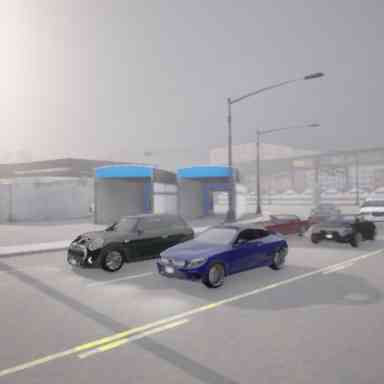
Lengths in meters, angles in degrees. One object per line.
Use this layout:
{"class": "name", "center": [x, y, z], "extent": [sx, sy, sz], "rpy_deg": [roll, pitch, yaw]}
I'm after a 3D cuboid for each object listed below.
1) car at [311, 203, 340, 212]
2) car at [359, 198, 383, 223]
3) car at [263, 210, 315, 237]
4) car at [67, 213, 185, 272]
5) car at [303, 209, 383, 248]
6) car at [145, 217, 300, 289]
{"class": "car", "center": [10.565, 1.671, 26.161], "extent": [2.097, 1.767, 4.553], "rpy_deg": [-1, -1, 28]}
{"class": "car", "center": [13.685, 1.467, 24.521], "extent": [2.150, 2.045, 5.566], "rpy_deg": [-1, -1, 29]}
{"class": "car", "center": [4.561, 1.863, 18.024], "extent": [1.895, 1.301, 4.718], "rpy_deg": [-2, -1, 44]}
{"class": "car", "center": [-1.988, 1.600, 11.872], "extent": [4.553, 1.767, 2.097], "rpy_deg": [0, -1, -41]}
{"class": "car", "center": [7.375, 1.751, 16.015], "extent": [1.994, 1.385, 4.181], "rpy_deg": [-2, -1, 44]}
{"class": "car", "center": [1.131, 1.696, 9.947], "extent": [4.674, 1.442, 1.812], "rpy_deg": [0, -1, -43]}
